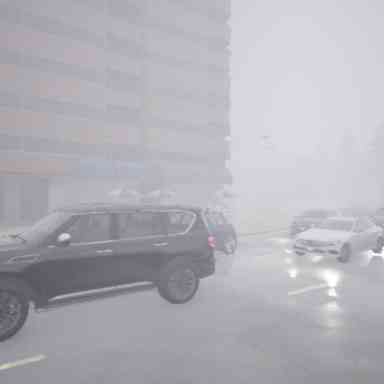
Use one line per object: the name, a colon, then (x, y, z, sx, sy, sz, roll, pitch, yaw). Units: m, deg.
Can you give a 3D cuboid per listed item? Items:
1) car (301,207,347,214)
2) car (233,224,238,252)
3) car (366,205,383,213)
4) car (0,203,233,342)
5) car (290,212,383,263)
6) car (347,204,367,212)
car: (7.290, 1.735, 19.387, 1.837, 1.490, 4.892, 0, -1, 37)
car: (-0.458, 1.442, 12.375, 4.553, 1.767, 2.097, 1, -1, -37)
car: (12.198, 1.785, 20.588, 2.128, 1.511, 4.902, 0, -1, 29)
car: (-2.043, 1.253, 6.794, 5.566, 2.045, 2.150, 1, -1, -35)
car: (5.806, 1.688, 12.850, 4.674, 1.442, 1.812, 1, -1, -40)
car: (19.028, 2.070, 38.346, 1.994, 1.385, 4.181, 1, 0, -7)
